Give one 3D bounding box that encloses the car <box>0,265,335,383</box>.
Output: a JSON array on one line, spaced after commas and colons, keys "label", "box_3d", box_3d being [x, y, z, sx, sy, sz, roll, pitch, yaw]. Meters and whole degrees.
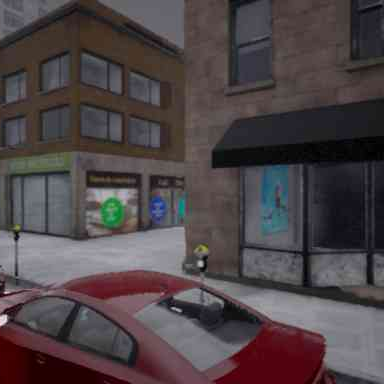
[{"label": "car", "box_3d": [-0.898, 1.551, 3.601, 4.507, 1.381, 1.887, 0, 0, 35]}]
